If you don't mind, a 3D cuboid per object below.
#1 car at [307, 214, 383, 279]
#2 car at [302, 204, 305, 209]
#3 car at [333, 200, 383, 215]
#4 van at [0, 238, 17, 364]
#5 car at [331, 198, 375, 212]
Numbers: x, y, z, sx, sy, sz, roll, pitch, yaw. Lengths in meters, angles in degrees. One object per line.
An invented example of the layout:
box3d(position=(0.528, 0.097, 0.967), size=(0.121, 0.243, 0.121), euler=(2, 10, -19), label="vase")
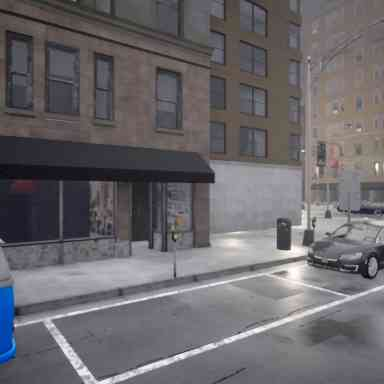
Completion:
box3d(position=(5.236, 1.558, 9.943), size=(4.403, 1.369, 2.008), euler=(0, 0, -36), label="car")
box3d(position=(10.490, 1.455, 38.889), size=(2.033, 1.411, 5.357), euler=(0, 0, -36), label="car")
box3d(position=(16.171, 1.554, 31.023), size=(1.895, 1.301, 4.718), euler=(0, 0, -36), label="car")
box3d(position=(-3.972, 1.340, 3.353), size=(3.998, 1.788, 1.690), euler=(0, 0, -36), label="van")
box3d(position=(18.786, 1.500, 38.852), size=(1.994, 1.385, 4.181), euler=(0, 0, -36), label="car")
